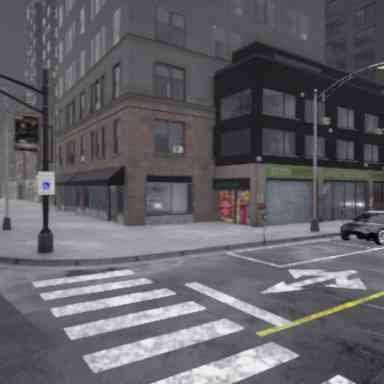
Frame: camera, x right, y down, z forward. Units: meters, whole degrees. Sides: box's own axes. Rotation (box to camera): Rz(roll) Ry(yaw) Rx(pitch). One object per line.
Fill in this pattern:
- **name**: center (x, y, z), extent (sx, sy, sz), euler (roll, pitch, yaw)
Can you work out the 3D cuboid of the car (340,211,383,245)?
- **car**: center (8.694, 1.550, 15.439), extent (4.313, 1.339, 1.947), euler (0, 0, -34)
